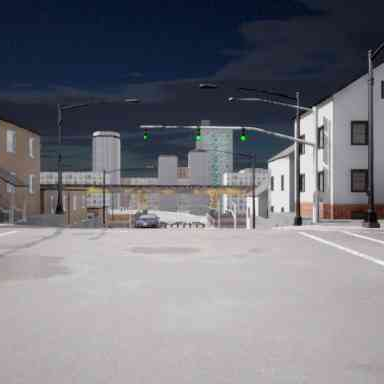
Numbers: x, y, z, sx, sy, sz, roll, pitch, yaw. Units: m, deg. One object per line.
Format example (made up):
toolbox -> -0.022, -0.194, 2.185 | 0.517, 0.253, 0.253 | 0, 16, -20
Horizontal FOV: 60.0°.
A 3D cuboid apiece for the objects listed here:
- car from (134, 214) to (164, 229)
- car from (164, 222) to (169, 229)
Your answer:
car -> -3.645, 2.561, 27.986 | 1.812, 1.442, 4.674 | 0, -9, 0
car -> -3.762, 4.203, 37.899 | 1.994, 1.385, 4.181 | 0, -12, -1
